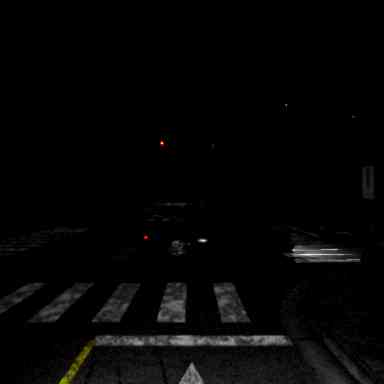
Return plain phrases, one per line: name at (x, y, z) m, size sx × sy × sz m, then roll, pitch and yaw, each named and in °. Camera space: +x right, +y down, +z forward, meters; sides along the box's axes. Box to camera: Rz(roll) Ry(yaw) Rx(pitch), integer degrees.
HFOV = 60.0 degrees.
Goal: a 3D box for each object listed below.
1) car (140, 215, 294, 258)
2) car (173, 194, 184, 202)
car at (0.836, 1.574, 12.188) m, size 5.357 × 1.411 × 2.033 m, roll 0°, pitch 0°, yaw 0°
car at (-2.861, 1.154, 70.538) m, size 2.097 × 1.767 × 4.553 m, roll 0°, pitch 0°, yaw 0°
